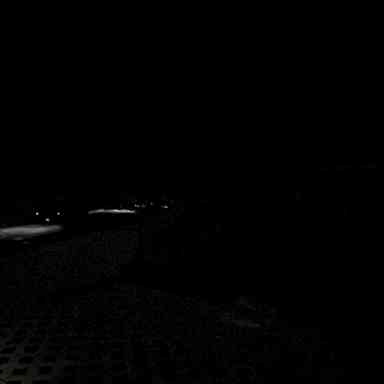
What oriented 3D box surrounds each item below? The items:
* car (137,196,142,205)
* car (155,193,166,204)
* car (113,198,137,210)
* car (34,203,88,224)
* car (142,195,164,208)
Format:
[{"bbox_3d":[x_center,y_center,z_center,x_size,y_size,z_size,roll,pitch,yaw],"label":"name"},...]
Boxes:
[{"bbox_3d":[-8.650,1.492,58.061,1.882,1.535,5.008,0,0,-3],"label":"car"},{"bbox_3d":[-6.410,1.224,66.286,2.150,2.045,5.566,0,-1,-5],"label":"car"},{"bbox_3d":[-8.463,1.498,41.336,1.994,1.385,4.181,0,0,0],"label":"car"},{"bbox_3d":[-9.261,1.497,23.871,1.895,1.301,4.718,1,0,4],"label":"car"},{"bbox_3d":[-5.524,1.535,47.452,1.994,1.385,4.181,1,0,0],"label":"car"}]
